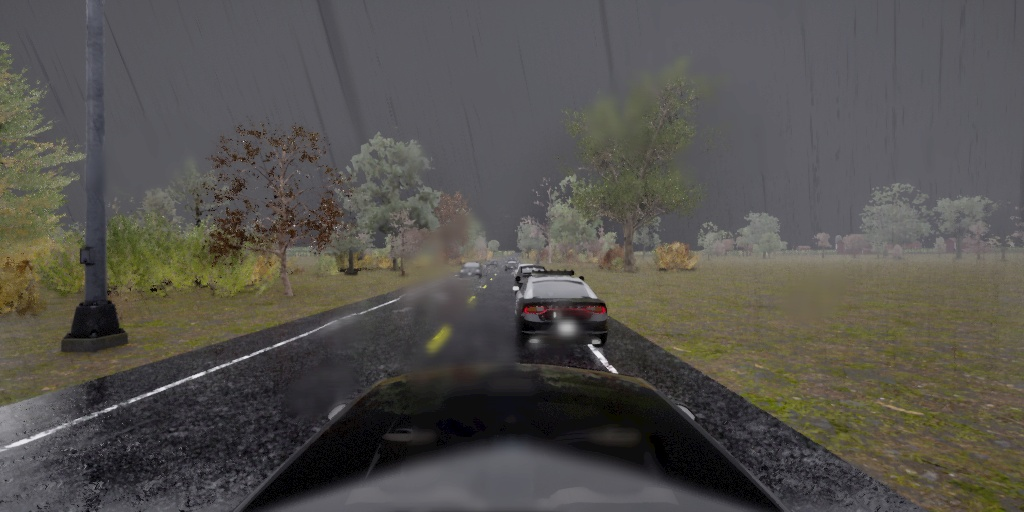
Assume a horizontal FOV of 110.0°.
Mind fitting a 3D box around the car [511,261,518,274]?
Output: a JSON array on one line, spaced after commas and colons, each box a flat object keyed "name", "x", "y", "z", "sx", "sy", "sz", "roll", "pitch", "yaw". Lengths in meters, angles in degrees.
[{"name": "car", "x": 1.054, "y": 1.267, "z": 25.320, "sx": 1.812, "sy": 1.442, "sz": 4.674, "roll": 0, "pitch": 0, "yaw": 0}]

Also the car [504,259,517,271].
[{"name": "car", "x": 0.042, "y": 1.243, "z": 47.432, "sx": 1.812, "sy": 1.442, "sz": 4.674, "roll": 0, "pitch": 0, "yaw": 1}]

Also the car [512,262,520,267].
[{"name": "car", "x": 1.053, "y": 1.250, "z": 19.319, "sx": 1.837, "sy": 1.490, "sz": 4.892, "roll": 0, "pitch": 0, "yaw": 0}]

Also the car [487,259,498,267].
[{"name": "car", "x": -3.490, "y": 1.249, "z": 64.147, "sx": 1.994, "sy": 1.385, "sz": 4.181, "roll": 0, "pitch": 0, "yaw": 0}]

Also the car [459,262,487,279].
[{"name": "car", "x": -3.595, "y": 1.261, "z": 32.746, "sx": 1.812, "sy": 1.442, "sz": 4.674, "roll": 0, "pitch": 0, "yaw": 0}]

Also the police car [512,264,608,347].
[{"name": "police car", "x": 1.051, "y": 1.173, "z": 9.428, "sx": 1.930, "sy": 1.638, "sz": 5.238, "roll": 0, "pitch": 0, "yaw": 0}]
